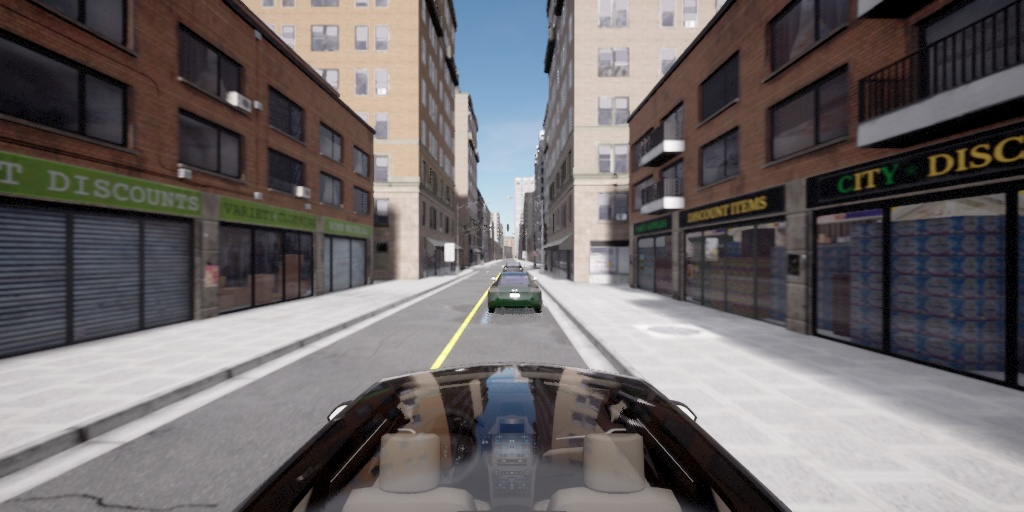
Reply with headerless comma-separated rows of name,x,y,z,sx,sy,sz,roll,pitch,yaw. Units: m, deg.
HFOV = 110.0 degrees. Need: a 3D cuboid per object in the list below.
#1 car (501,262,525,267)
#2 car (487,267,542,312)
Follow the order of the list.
car,0.100,1.248,31.574,2.128,1.511,4.902,0,0,0
car,0.098,1.314,14.200,1.994,1.385,4.181,0,0,0
